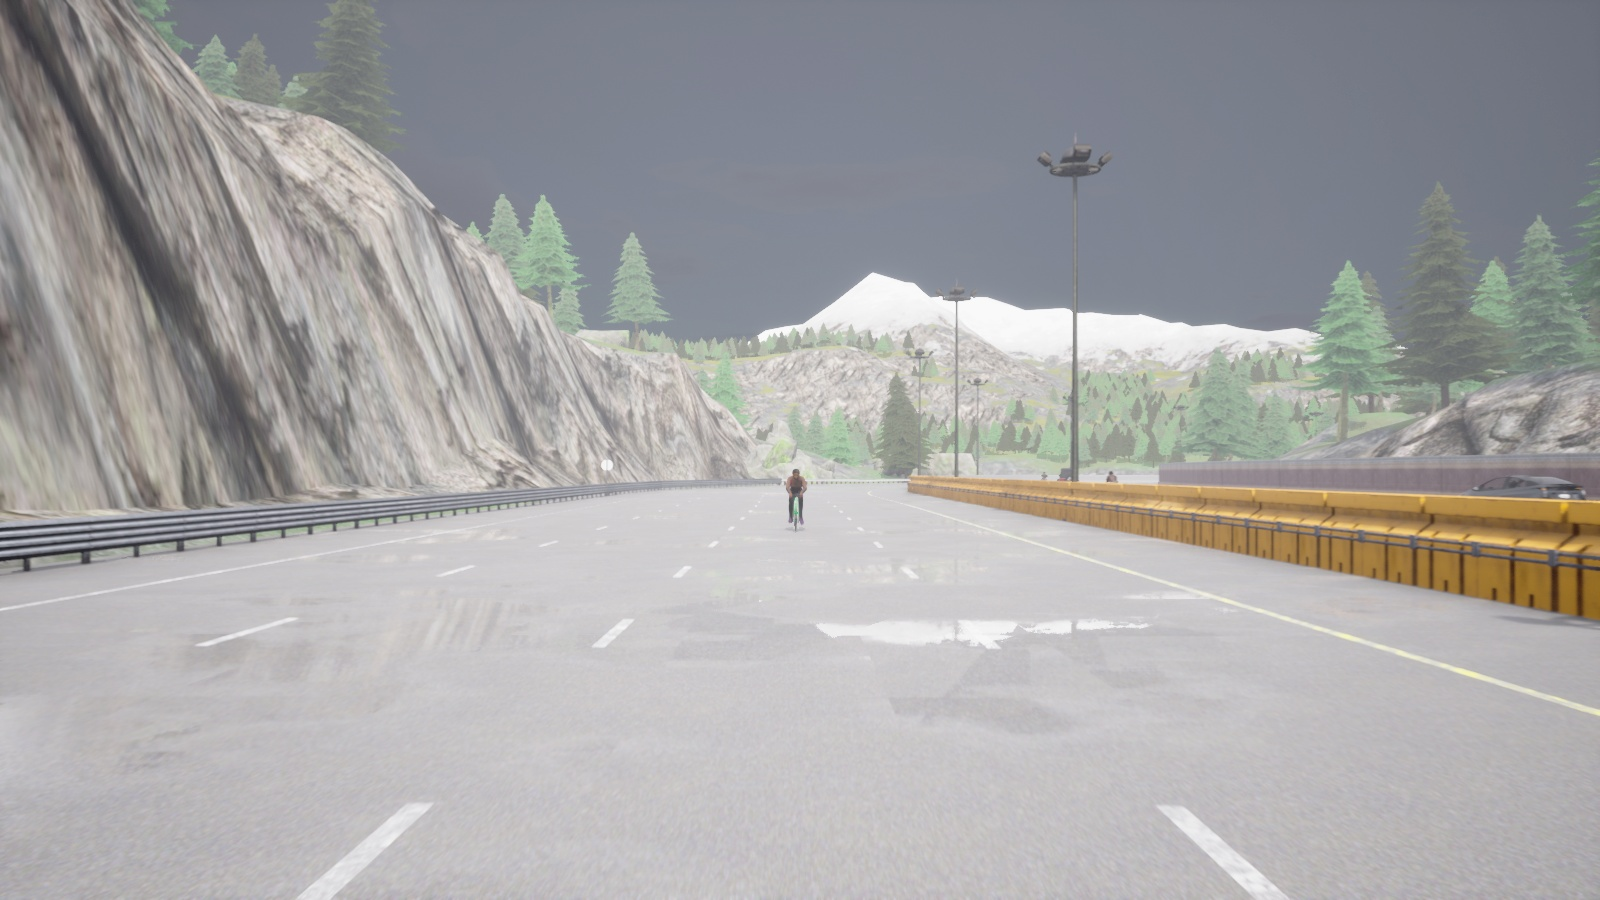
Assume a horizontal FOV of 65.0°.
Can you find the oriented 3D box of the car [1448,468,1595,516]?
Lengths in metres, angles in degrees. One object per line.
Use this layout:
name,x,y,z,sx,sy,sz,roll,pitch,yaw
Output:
car,24.280,1.376,42.500,2.007,1.525,4.514,0,-1,-6
